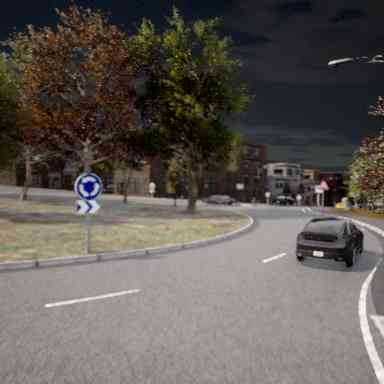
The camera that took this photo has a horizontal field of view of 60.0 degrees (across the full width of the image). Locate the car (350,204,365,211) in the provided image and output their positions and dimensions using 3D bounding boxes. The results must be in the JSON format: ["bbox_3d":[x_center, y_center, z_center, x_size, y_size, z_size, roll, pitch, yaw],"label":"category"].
[{"bbox_3d":[39.531,3.721,79.348,2.033,1.411,5.357,1,-2,41],"label":"car"}]

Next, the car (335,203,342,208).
[{"bbox_3d":[31.925,3.090,70.474,1.882,1.535,5.008,1,-2,41],"label":"car"}]

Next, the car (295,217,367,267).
[{"bbox_3d":[5.343,1.727,12.686,1.837,1.490,4.892,1,1,32],"label":"car"}]

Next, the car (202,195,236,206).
[{"bbox_3d":[3.693,1.091,46.177,2.033,1.411,5.357,-1,2,-40],"label":"car"}]

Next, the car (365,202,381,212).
[{"bbox_3d":[42.298,3.528,77.576,2.150,2.045,5.566,1,-2,41],"label":"car"}]

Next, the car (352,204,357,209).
[{"bbox_3d":[34.388,3.196,68.355,2.128,1.511,4.902,1,-2,41],"label":"car"}]

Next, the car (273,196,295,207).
[{"bbox_3d":[13.268,1.313,47.712,1.882,1.535,5.008,1,-1,34],"label":"car"}]

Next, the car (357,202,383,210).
[{"bbox_3d":[31.489,2.598,56.472,4.892,1.521,2.231,1,-3,41],"label":"car"}]
